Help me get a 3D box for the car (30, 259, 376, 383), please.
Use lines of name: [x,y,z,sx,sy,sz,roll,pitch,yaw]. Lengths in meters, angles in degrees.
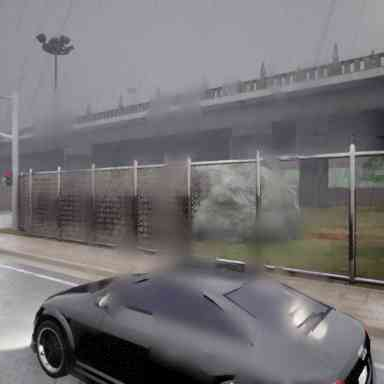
car: [-0.131,1.564,4.083,4.181,1.385,1.994,0,0,36]
